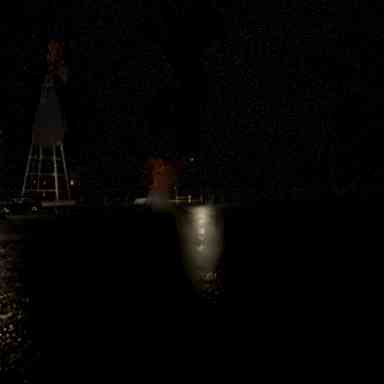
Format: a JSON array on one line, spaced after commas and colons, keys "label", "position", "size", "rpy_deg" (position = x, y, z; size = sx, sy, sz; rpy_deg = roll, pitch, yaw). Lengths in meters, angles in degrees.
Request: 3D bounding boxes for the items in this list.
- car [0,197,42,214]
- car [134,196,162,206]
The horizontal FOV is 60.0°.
[{"label": "car", "position": [-17.925, 1.336, 34.006], "size": [1.837, 1.490, 4.892], "rpy_deg": [1, 1, 37]}, {"label": "car", "position": [-6.401, 1.296, 48.979], "size": [1.812, 1.442, 4.674], "rpy_deg": [1, 1, 38]}]
